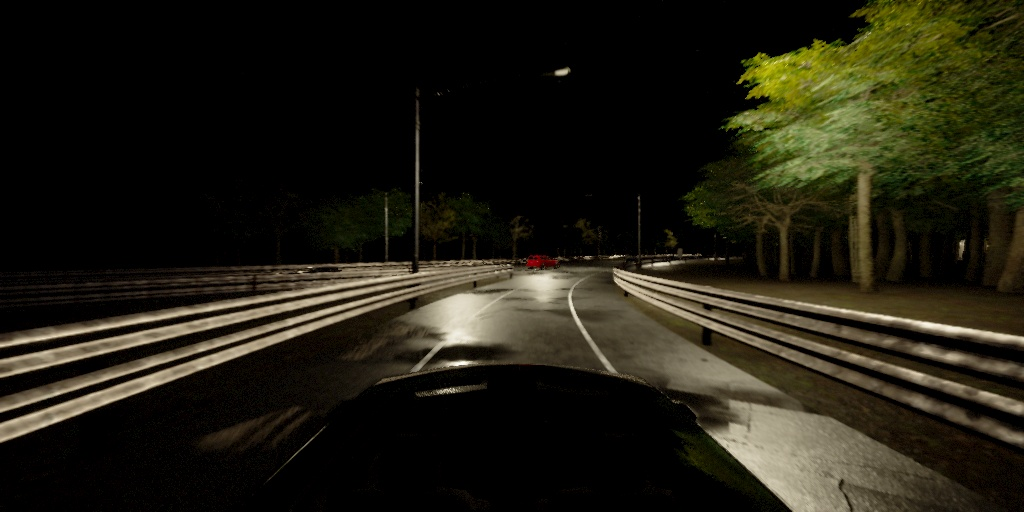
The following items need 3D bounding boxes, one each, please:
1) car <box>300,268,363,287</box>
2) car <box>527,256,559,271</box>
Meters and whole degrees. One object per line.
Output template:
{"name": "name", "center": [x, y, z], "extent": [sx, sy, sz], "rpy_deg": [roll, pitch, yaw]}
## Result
{"name": "car", "center": [-14.446, 1.651, 28.925], "extent": [1.812, 1.442, 4.674], "rpy_deg": [0, 1, 40]}
{"name": "car", "center": [4.451, 0.946, 51.166], "extent": [2.150, 2.045, 5.566], "rpy_deg": [0, 1, 40]}
